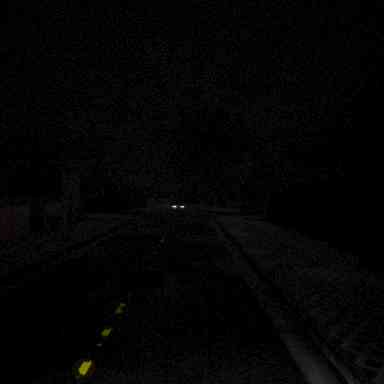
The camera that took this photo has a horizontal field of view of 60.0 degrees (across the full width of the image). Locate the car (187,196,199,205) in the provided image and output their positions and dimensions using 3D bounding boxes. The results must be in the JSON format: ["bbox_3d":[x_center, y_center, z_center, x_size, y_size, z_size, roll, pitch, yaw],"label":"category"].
[{"bbox_3d":[-0.038,1.983,78.527,2.150,2.045,5.566,0,-1,1],"label":"car"}]

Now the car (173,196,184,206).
[{"bbox_3d":[-2.790,1.851,69.540,2.150,2.045,5.566,0,-1,0],"label":"car"}]
